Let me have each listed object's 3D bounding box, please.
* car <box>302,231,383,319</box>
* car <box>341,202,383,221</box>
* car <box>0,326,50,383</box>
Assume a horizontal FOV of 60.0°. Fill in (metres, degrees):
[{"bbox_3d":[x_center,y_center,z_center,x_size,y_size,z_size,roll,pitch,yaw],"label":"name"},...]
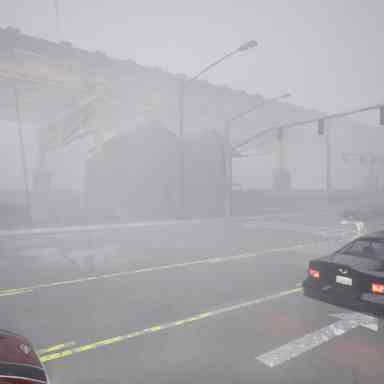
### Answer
[{"bbox_3d":[4.631,1.547,7.092,5.357,1.411,2.033,0,0,-35],"label":"car"},{"bbox_3d":[14.367,1.548,27.149,5.357,1.411,2.033,0,0,-36],"label":"car"},{"bbox_3d":[-3.048,1.352,1.573,4.553,1.767,2.097,0,0,-36],"label":"car"}]
